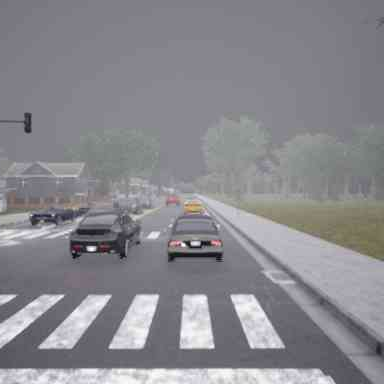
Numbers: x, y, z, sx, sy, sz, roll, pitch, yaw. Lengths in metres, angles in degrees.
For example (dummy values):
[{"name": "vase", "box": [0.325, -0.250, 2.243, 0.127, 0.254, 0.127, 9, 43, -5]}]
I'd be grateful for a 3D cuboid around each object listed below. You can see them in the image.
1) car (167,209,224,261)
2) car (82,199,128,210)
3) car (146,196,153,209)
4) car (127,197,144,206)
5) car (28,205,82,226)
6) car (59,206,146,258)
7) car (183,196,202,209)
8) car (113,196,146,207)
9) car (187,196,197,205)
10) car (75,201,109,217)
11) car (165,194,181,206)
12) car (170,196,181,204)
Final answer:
[{"name": "car", "box": [0.099, 1.564, 12.255, 2.033, 1.411, 5.357, 0, 0, 0]}, {"name": "car", "box": [-6.564, 1.531, 25.552, 1.837, 1.490, 4.892, 0, 0, 2]}, {"name": "car", "box": [-6.542, 1.389, 45.350, 2.097, 1.767, 4.553, 0, 0, 1]}, {"name": "car", "box": [-9.772, 1.592, 57.815, 2.033, 1.411, 5.357, 0, 0, 0]}, {"name": "car", "box": [-9.850, 1.626, 24.034, 1.895, 1.301, 4.718, 0, 0, 0]}, {"name": "car", "box": [-3.151, 1.522, 12.841, 1.837, 1.490, 4.892, 0, 0, 0]}, {"name": "car", "box": [0.099, 1.510, 35.282, 1.882, 1.535, 5.008, 0, 0, 0]}, {"name": "car", "box": [-6.590, 1.384, 35.412, 2.097, 1.767, 4.553, 0, 0, 0]}, {"name": "car", "box": [0.038, 1.551, 59.918, 1.837, 1.490, 4.892, 0, 0, 1]}, {"name": "car", "box": [-9.853, 1.631, 33.203, 1.895, 1.301, 4.718, 0, 0, 0]}, {"name": "car", "box": [-3.255, 1.265, 55.621, 2.150, 2.045, 5.566, 0, 0, 0]}, {"name": "car", "box": [-3.256, 1.528, 66.012, 1.882, 1.535, 5.008, 0, 0, 0]}]
